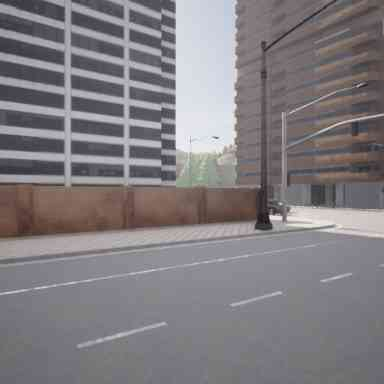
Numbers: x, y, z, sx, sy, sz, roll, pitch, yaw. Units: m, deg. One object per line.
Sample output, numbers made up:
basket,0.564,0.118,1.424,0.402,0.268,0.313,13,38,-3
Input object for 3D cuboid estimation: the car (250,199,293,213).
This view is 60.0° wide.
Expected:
car,8.885,1.523,37.380,1.812,1.442,4.674,0,0,-36

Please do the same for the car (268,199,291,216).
car,7.428,1.503,33.387,1.837,1.490,4.892,0,0,-36

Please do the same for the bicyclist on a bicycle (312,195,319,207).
bicyclist on a bicycle,17.220,1.297,46.272,1.656,1.620,0.582,0,0,-36
